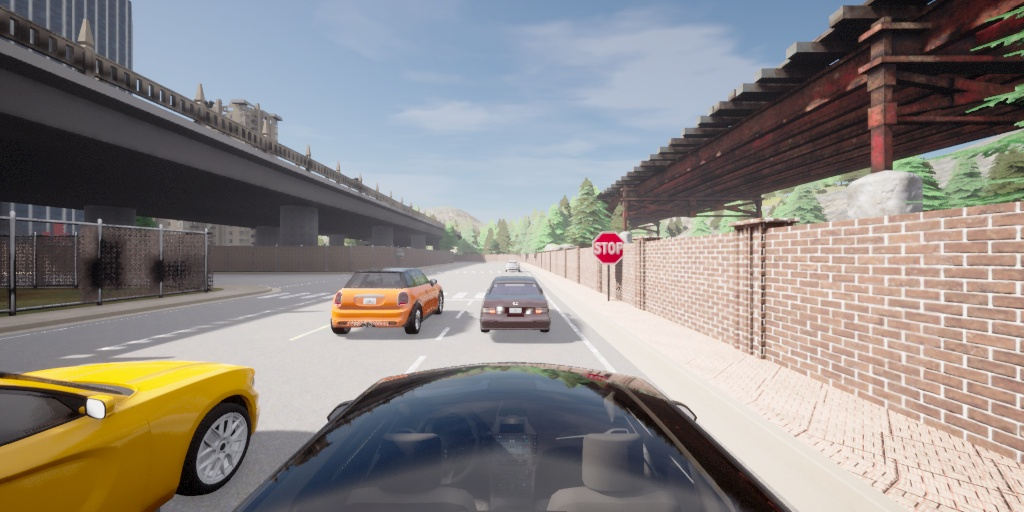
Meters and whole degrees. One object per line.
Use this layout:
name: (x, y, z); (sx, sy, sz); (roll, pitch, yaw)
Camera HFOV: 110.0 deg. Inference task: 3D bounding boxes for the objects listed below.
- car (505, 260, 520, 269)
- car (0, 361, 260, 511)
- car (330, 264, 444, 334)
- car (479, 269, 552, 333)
car: (0.092, 1.276, 45.489); (1.812, 1.442, 4.674); (0, 0, -1)
car: (-3.399, 1.228, 1.479); (1.882, 1.535, 5.008); (0, 0, 0)
car: (-3.422, 1.102, 10.736); (2.097, 1.767, 4.553); (0, 0, 0)
car: (0.079, 1.297, 10.758); (2.033, 1.411, 5.357); (0, 0, 0)
